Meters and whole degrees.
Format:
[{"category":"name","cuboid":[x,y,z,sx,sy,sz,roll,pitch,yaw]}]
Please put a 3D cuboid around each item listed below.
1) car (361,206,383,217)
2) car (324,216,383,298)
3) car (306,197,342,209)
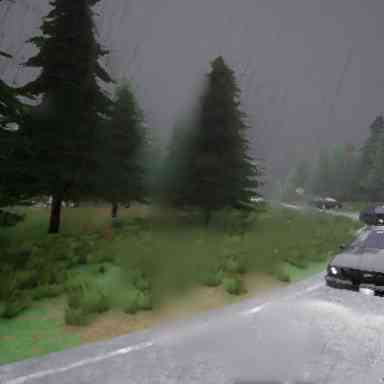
[{"category":"car","cuboid":[12.390,1.624,21.683,2.033,1.411,5.357,4,2,16]},{"category":"car","cuboid":[5.250,1.635,8.745,2.033,1.411,5.357,1,1,40]},{"category":"car","cuboid":[15.209,1.330,38.589,1.882,1.535,5.008,5,1,-13]}]
